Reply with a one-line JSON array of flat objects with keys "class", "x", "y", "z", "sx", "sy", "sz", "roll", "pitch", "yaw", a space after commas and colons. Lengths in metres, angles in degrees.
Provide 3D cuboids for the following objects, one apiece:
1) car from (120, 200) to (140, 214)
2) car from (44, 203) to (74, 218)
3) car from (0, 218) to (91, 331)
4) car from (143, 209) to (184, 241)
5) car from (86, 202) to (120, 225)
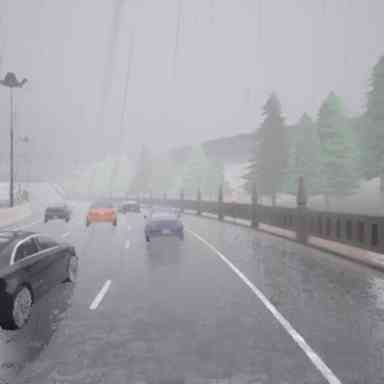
[{"class": "car", "x": -7.298, "y": 1.687, "z": 38.387, "sx": 1.882, "sy": 1.535, "sz": 5.008, "roll": 0, "pitch": 0, "yaw": -21}, {"class": "car", "x": -11.093, "y": 1.696, "z": 27.820, "sx": 1.837, "sy": 1.490, "sz": 4.892, "roll": 0, "pitch": 0, "yaw": -15}, {"class": "car", "x": -3.814, "y": 1.547, "z": 6.883, "sx": 2.128, "sy": 1.511, "sz": 4.902, "roll": 0, "pitch": 0, "yaw": -4}, {"class": "car", "x": -1.506, "y": 1.607, "z": 17.060, "sx": 1.812, "sy": 1.442, "sz": 4.674, "roll": 0, "pitch": 0, "yaw": -9}, {"class": "car", "x": -6.759, "y": 1.503, "z": 25.098, "sx": 2.097, "sy": 1.767, "sz": 4.553, "roll": 0, "pitch": 0, "yaw": -14}]
